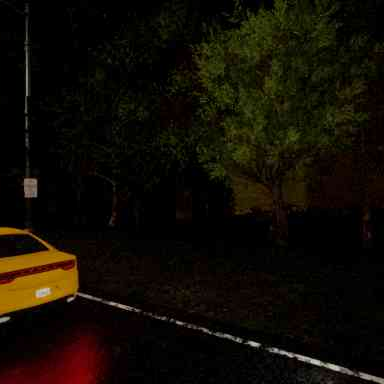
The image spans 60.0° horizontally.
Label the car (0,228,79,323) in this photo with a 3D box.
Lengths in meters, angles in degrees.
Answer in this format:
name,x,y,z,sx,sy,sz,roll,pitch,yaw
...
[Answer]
name,x,y,z,sx,sy,sz,roll,pitch,yaw
car,-4.440,1.476,6.864,5.008,1.535,1.882,0,1,36
